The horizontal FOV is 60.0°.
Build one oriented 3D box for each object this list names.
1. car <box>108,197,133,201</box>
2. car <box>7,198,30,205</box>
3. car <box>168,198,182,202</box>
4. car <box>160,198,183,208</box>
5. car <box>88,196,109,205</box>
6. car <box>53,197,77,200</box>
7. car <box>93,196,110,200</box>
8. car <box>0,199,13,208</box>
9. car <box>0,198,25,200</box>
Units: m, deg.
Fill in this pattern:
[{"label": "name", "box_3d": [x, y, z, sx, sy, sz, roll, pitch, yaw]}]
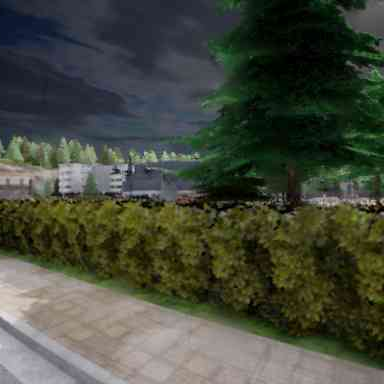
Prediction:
[{"label": "car", "box_3d": [-10.591, 1.853, 51.681, 1.970, 1.475, 3.806, -1, -1, 42]}, {"label": "car", "box_3d": [-41.387, 2.223, 79.325, 2.007, 1.523, 4.514, -1, -1, 42]}, {"label": "car", "box_3d": [-1.823, 1.774, 36.086, 2.128, 1.511, 4.902, -1, -1, 42]}, {"label": "car", "box_3d": [-3.398, 1.810, 55.173, 1.845, 1.501, 3.633, -1, -1, 42]}, {"label": "car", "box_3d": [-19.496, 1.750, 69.413, 1.905, 1.878, 3.866, -1, -1, 42]}, {"label": "car", "box_3d": [-28.969, 1.968, 78.011, 2.152, 1.636, 5.027, -1, -1, 42]}, {"label": "car", "box_3d": [-17.068, 1.739, 67.766, 1.932, 1.855, 4.605, -1, -1, 42]}, {"label": "car", "box_3d": [-34.230, 2.009, 58.349, 2.007, 1.523, 4.514, -1, -1, 42]}, {"label": "car", "box_3d": [-20.888, 1.775, 35.889, 2.007, 1.523, 4.514, -1, -1, 42]}]
